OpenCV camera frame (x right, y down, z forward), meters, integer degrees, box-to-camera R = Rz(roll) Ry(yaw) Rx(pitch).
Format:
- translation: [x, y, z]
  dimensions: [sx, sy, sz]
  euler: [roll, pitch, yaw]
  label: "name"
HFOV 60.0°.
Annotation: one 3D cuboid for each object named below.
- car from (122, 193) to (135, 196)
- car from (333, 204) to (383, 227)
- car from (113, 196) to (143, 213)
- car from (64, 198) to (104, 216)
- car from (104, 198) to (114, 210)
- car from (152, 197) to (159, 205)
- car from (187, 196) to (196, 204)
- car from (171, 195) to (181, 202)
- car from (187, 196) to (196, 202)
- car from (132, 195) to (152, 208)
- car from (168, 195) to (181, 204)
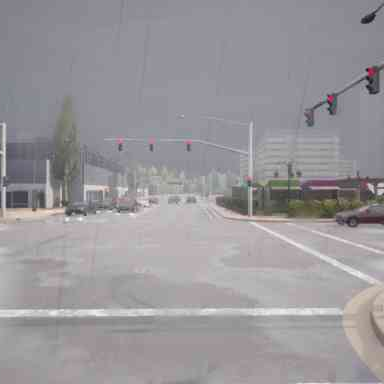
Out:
- translation: [-10.680, 1.224, 55.959]
  dimensions: [2.150, 2.045, 5.566]
  euler: [0, 0, 0]
  label: "car"
- translation: [11.769, 1.526, 21.917]
  dimensions: [4.674, 1.442, 1.812]
  euler: [0, 0, 1]
  label: "car"
- translation: [-7.163, 1.505, 37.675]
  dimensions: [1.837, 1.490, 4.892]
  euler: [0, 0, 0]
  label: "car"
- translation: [-10.654, 1.547, 32.583]
  dimensions: [2.033, 1.411, 5.357]
  euler: [0, 0, 0]
  label: "car"
- translation: [-10.669, 1.505, 42.139]
  dimensions: [1.837, 1.490, 4.892]
  euler: [0, 0, 0]
  label: "car"
- translation: [-7.170, 1.564, 60.231]
  dimensions: [1.994, 1.385, 4.181]
  euler: [0, 0, 0]
  label: "car"
- translation: [-0.108, 1.491, 64.565]
  dimensions: [2.128, 1.511, 4.902]
  euler: [0, 0, 0]
  label: "car"
- translation: [-3.625, 1.425, 74.832]
  dimensions: [1.994, 1.385, 4.181]
  euler: [0, 0, 0]
  label: "car"
- translation: [-0.125, 1.468, 74.870]
  dimensions: [1.895, 1.301, 4.718]
  euler: [0, 0, 0]
  label: "car"
- translation: [-7.172, 1.526, 47.009]
  dimensions: [1.812, 1.442, 4.674]
  euler: [0, 0, 0]
  label: "car"
- translation: [-3.608, 1.547, 64.559]
  dimensions: [2.033, 1.411, 5.357]
  euler: [0, 0, 0]
  label: "car"
